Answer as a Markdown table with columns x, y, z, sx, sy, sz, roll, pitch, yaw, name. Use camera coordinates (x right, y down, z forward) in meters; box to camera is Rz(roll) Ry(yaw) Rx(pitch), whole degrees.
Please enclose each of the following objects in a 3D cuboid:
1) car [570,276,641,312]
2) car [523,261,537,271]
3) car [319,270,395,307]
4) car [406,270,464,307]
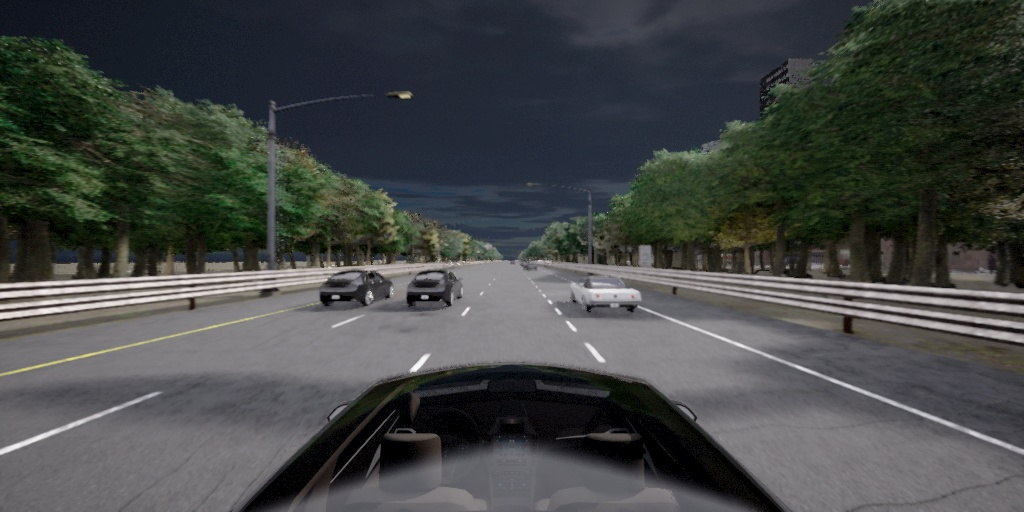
| x | y | z | sx | sy | sz | roll | pitch | yaw | name |
| --- | --- | --- | --- | --- | --- | --- | --- | --- | --- |
| 3.604 | 1.467 | 14.789 | 1.895 | 1.301 | 4.718 | 0 | -1 | 0 | car |
| 3.527 | 1.821 | 64.504 | 2.128 | 1.511 | 4.902 | 0 | -1 | 0 | car |
| -6.896 | 1.387 | 16.443 | 1.837 | 1.490 | 4.892 | 0 | -1 | 0 | car |
| -3.395 | 1.386 | 16.395 | 1.837 | 1.490 | 4.892 | 0 | -1 | 0 | car |
